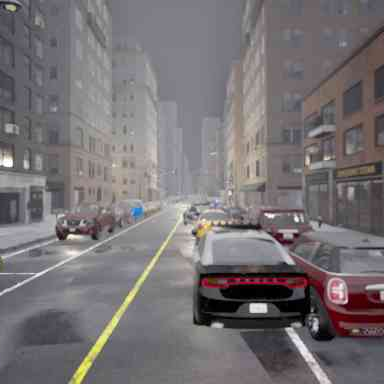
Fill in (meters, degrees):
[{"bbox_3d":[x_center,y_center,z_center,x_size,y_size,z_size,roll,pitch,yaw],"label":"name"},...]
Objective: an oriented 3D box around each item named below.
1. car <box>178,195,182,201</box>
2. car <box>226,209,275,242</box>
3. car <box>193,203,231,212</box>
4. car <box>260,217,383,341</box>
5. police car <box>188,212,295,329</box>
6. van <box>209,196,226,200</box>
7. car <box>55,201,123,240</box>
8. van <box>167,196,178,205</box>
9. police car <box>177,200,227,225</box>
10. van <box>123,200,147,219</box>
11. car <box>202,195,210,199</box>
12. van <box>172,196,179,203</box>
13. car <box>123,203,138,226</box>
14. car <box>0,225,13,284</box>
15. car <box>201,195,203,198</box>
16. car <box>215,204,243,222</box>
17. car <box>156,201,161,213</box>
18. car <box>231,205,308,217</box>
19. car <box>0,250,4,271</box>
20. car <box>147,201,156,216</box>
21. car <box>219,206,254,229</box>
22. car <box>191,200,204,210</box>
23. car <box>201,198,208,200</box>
[{"bbox_3d":[-4.494,1.926,84.749,2.192,1.841,5.009,0,0,1],"label":"car"},{"bbox_3d":[2.980,1.697,17.925,1.947,1.339,4.313,0,0,1],"label":"car"},{"bbox_3d":[1.092,1.589,17.447,1.801,1.575,5.366,0,0,1],"label":"car"},{"bbox_3d":[2.801,1.484,6.589,1.967,1.590,4.097,0,0,1],"label":"car"},{"bbox_3d":[0.942,1.481,7.354,1.930,1.638,5.238,0,0,0],"label":"police car"},{"bbox_3d":[3.337,1.640,40.601,1.690,1.788,3.998,0,0,1],"label":"van"},{"bbox_3d":[-5.545,1.472,18.049,2.192,1.841,5.009,0,0,1],"label":"car"},{"bbox_3d":[-4.670,1.882,73.577,1.690,1.788,3.998,0,0,1],"label":"van"},{"bbox_3d":[0.670,1.605,23.282,1.930,1.638,5.238,0,0,-16],"label":"police car"},{"bbox_3d":[-5.367,1.585,29.383,1.690,1.788,3.998,0,0,1],"label":"van"},{"bbox_3d":[3.856,1.956,73.460,1.967,1.590,4.097,0,0,1],"label":"car"},{"bbox_3d":[-4.405,1.985,90.333,1.690,1.788,3.998,0,0,1],"label":"van"},{"bbox_3d":[-5.455,1.751,23.714,2.008,1.369,4.403,0,0,1],"label":"car"},{"bbox_3d":[-5.726,1.594,6.542,1.752,1.417,4.829,0,0,1],"label":"car"},{"bbox_3d":[4.031,1.900,84.630,2.192,1.841,5.009,0,0,1],"label":"car"},{"bbox_3d":[3.159,1.769,29.261,2.008,1.369,4.403,0,0,1],"label":"car"},{"bbox_3d":[-5.190,1.848,40.548,1.752,1.417,4.829,0,0,1],"label":"car"},{"bbox_3d":[2.890,1.403,12.258,2.192,1.841,5.009,0,0,1],"label":"car"},{"bbox_3d":[-2.963,1.234,0.537,2.150,2.045,5.566,0,0,1],"label":"car"},{"bbox_3d":[-5.279,1.809,34.880,1.752,1.417,4.829,0,0,1],"label":"car"},{"bbox_3d":[3.069,1.741,23.593,1.947,1.339,4.313,0,0,1],"label":"car"},{"bbox_3d":[0.832,1.975,50.877,1.895,1.301,4.718,0,0,1],"label":"car"},{"bbox_3d":[0.689,1.838,41.462,1.812,1.442,4.674,0,0,1],"label":"car"}]
